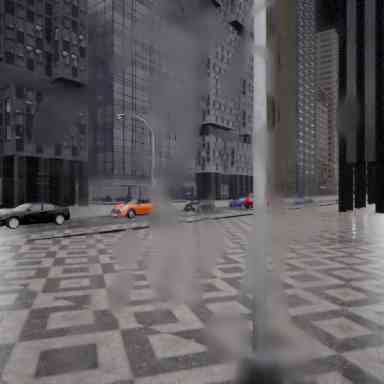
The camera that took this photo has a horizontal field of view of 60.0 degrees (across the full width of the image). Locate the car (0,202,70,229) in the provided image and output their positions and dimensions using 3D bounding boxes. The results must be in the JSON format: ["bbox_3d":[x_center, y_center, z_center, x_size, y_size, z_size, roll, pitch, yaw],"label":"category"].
[{"bbox_3d":[-10.520,1.458,21.882,1.882,1.535,5.008,0,0,36],"label":"car"}]

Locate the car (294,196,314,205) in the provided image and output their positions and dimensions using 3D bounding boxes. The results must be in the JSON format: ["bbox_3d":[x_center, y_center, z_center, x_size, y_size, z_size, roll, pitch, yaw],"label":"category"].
[{"bbox_3d":[19.444,1.466,57.456,2.033,1.411,5.357,0,0,38],"label":"car"}]

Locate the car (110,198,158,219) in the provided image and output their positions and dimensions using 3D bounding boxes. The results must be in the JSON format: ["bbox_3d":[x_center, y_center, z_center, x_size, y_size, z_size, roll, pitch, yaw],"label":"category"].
[{"bbox_3d":[-5.030,1.320,29.385,2.097,1.767,4.553,0,0,36],"label":"car"}]

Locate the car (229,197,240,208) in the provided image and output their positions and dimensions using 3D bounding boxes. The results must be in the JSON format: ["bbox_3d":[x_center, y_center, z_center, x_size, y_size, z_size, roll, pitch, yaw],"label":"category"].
[{"bbox_3d":[6.888,1.419,45.596,1.882,1.535,5.008,0,0,38],"label":"car"}]

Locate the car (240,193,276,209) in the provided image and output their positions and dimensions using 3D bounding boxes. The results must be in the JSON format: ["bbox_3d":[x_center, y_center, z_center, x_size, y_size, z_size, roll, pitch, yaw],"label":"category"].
[{"bbox_3d":[8.837,1.154,42.935,2.150,2.045,5.566,0,-1,37],"label":"car"}]

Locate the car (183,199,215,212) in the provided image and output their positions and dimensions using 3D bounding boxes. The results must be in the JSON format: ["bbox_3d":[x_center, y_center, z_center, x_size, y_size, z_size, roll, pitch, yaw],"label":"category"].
[{"bbox_3d":[0.869,1.519,37.446,1.994,1.385,4.181,0,0,36],"label":"car"}]
